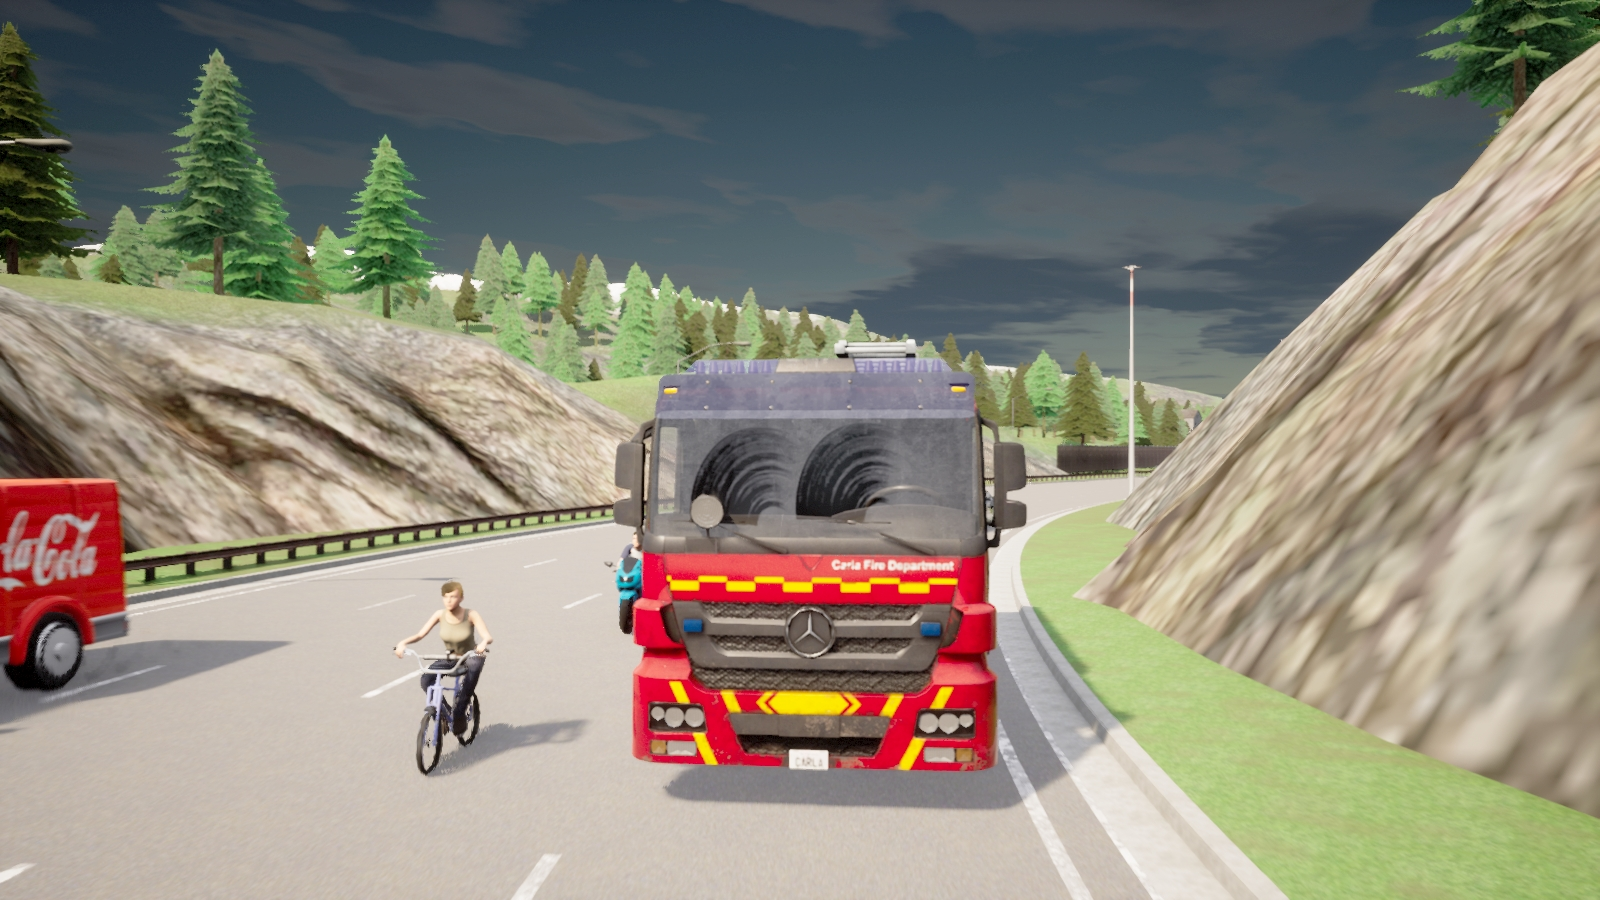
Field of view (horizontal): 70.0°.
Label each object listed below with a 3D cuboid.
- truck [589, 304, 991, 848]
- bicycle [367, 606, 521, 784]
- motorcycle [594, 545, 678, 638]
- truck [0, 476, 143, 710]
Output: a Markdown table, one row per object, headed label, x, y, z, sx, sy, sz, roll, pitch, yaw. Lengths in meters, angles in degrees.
| label | x | y | z | sx | sy | sz | roll | pitch | yaw |
| --- | --- | --- | --- | --- | --- | --- | --- | --- | --- |
| truck | 0.314 | 0.890 | 12.392 | 2.891 | 3.827 | 8.468 | 0 | 0 | 6 |
| bicycle | -3.177 | 2.157 | 10.347 | 0.859 | 1.277 | 1.487 | 0 | 0 | 3 |
| motorcycle | -2.547 | 2.185 | 18.015 | 0.803 | 1.199 | 2.033 | 0 | 0 | 7 |
| truck | -9.922 | 1.567 | 12.141 | 2.627 | 2.467 | 5.204 | 0 | 0 | 4 |
